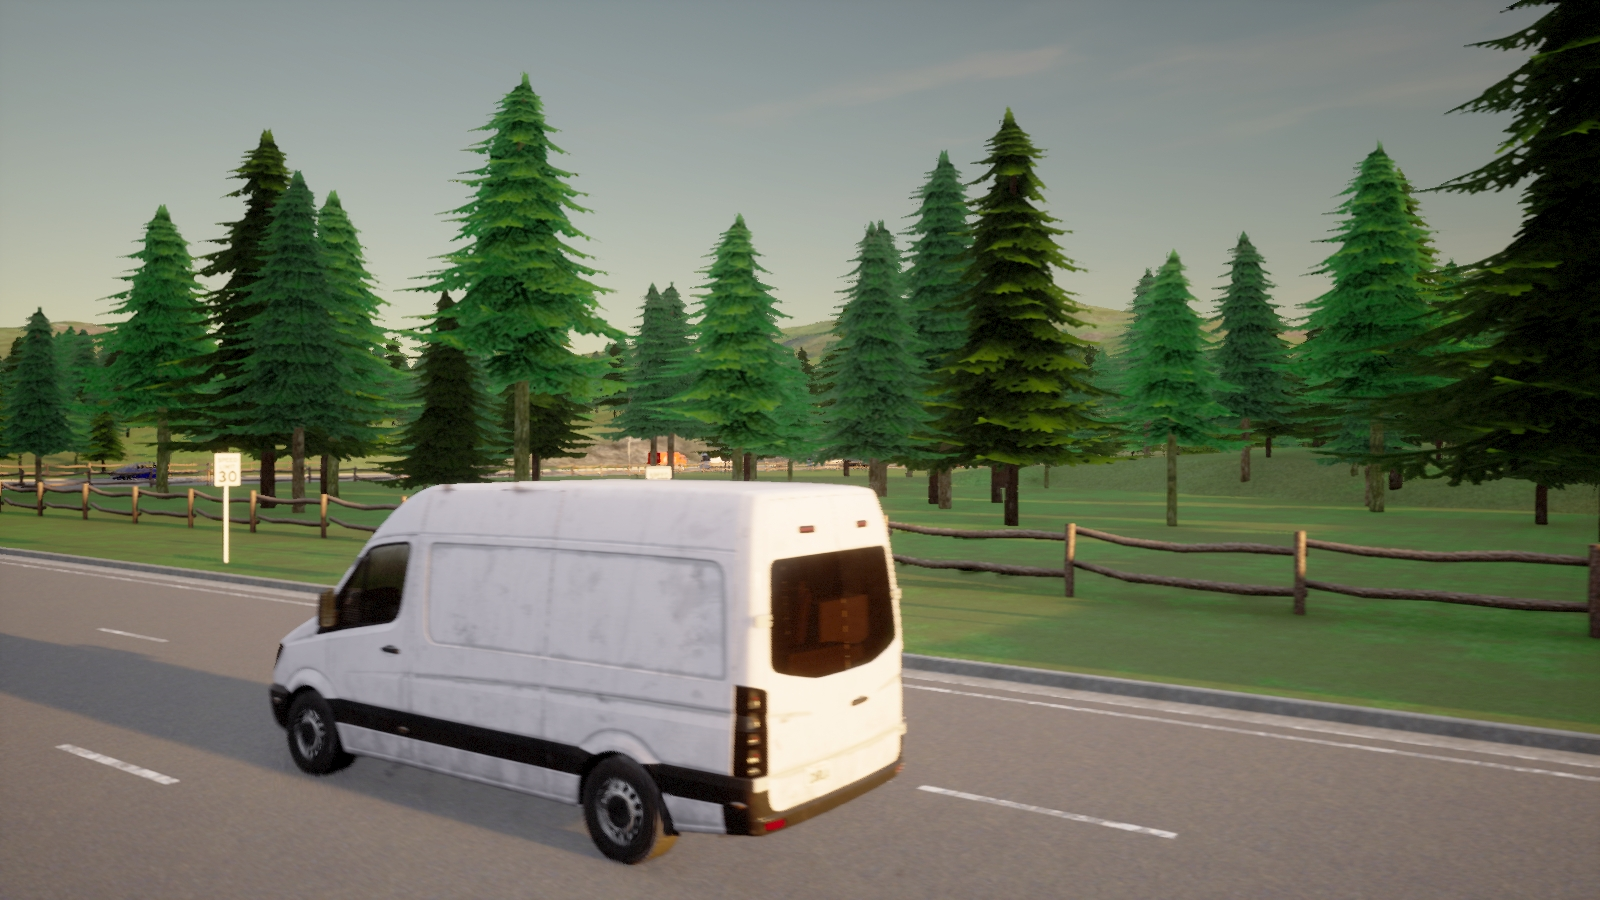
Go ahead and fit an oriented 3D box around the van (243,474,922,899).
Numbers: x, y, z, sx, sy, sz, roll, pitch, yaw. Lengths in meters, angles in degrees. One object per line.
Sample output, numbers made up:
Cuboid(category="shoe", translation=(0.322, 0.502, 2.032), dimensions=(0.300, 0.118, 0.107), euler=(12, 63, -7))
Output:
Cuboid(category="van", translation=(-2.070, 1.530, 9.512), dimensions=(5.915, 2.561, 1.988), euler=(0, 0, 35))
